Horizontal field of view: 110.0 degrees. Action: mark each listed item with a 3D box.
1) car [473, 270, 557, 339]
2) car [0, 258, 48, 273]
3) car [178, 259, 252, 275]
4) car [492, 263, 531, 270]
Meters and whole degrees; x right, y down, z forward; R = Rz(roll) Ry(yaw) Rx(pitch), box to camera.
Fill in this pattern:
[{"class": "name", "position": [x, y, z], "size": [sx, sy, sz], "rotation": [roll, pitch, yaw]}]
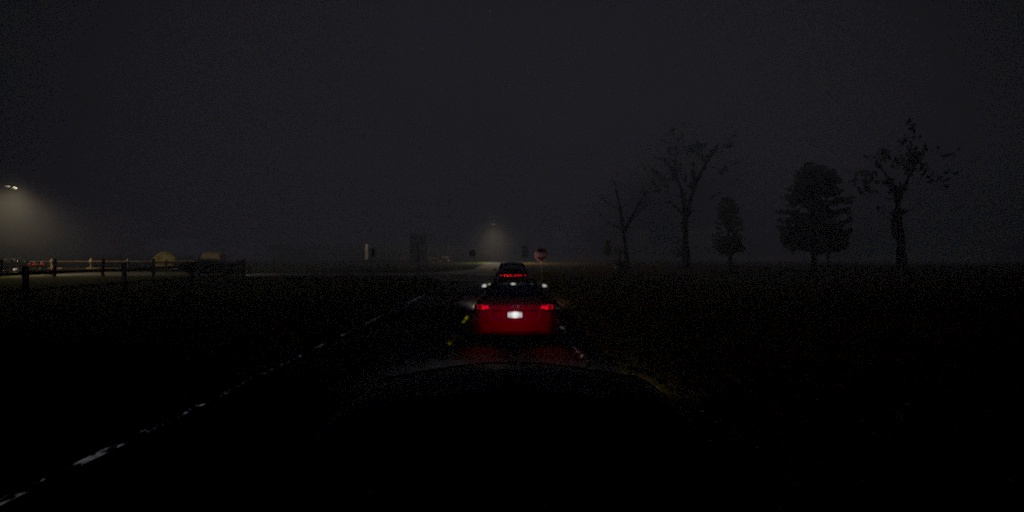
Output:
[{"class": "car", "position": [0.068, 1.244, 9.868], "size": [1.994, 1.385, 4.181], "rotation": [0, 0, 0]}, {"class": "car", "position": [-47.162, 0.945, 33.811], "size": [4.892, 1.490, 1.837], "rotation": [0, -1, -4]}, {"class": "car", "position": [-26.563, 0.985, 32.150], "size": [5.357, 1.411, 2.033], "rotation": [0, -1, -2]}, {"class": "car", "position": [-0.009, 1.099, 19.868], "size": [1.837, 1.490, 4.892], "rotation": [0, 1, -2]}]
